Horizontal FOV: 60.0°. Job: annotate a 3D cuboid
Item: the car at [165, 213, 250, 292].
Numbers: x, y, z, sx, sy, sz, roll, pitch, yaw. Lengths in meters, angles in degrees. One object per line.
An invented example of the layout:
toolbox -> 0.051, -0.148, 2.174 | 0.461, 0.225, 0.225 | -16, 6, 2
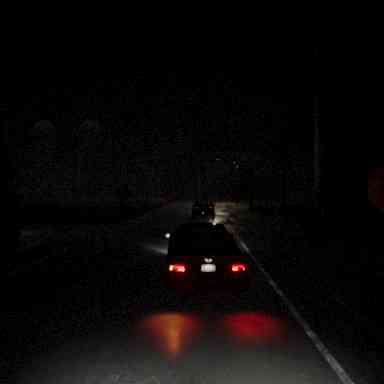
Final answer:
car -> 0.240, 1.531, 9.015 | 2.033, 1.411, 5.357 | 0, 0, -2

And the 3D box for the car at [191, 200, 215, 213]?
car -> 0.972, 1.441, 28.607 | 2.128, 1.511, 4.902 | 0, 0, 2
